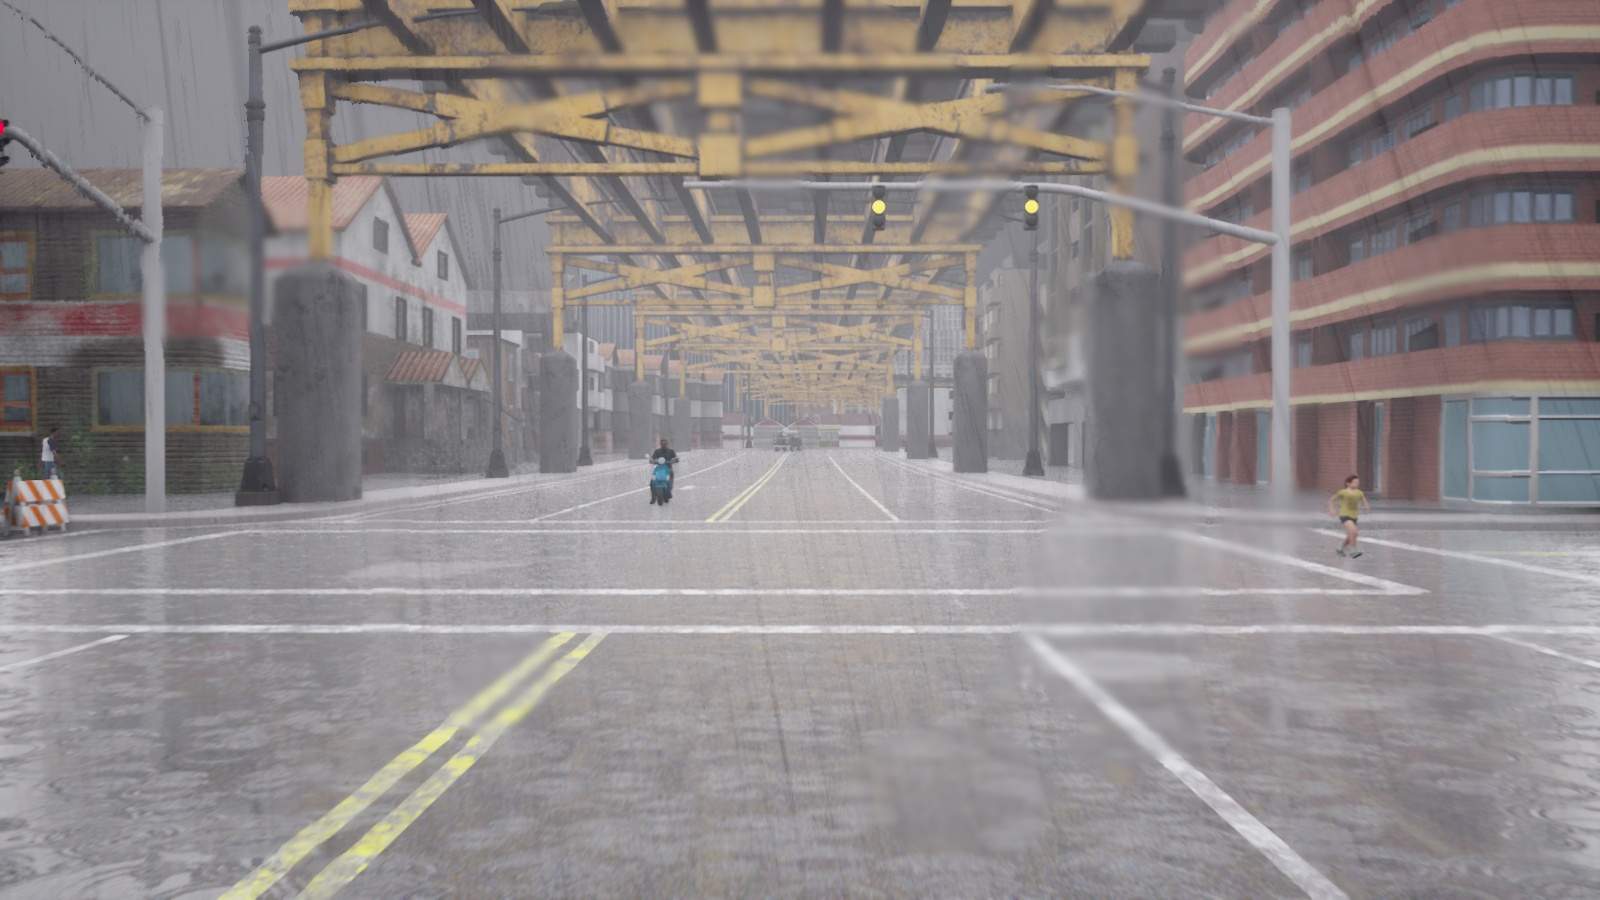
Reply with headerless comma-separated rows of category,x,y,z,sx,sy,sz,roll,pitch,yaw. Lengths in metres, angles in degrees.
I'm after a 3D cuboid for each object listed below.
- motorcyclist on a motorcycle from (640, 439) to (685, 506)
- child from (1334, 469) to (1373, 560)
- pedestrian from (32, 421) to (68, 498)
motorcyclist on a motorcycle,-3.313,0.526,30.418,0.866,1.590,1.817,0,0,0
child,6.963,0.804,15.799,0.255,1.110,0.394,0,0,-17
pedestrian,-18.107,0.226,30.315,0.706,1.836,0.354,0,0,-39
